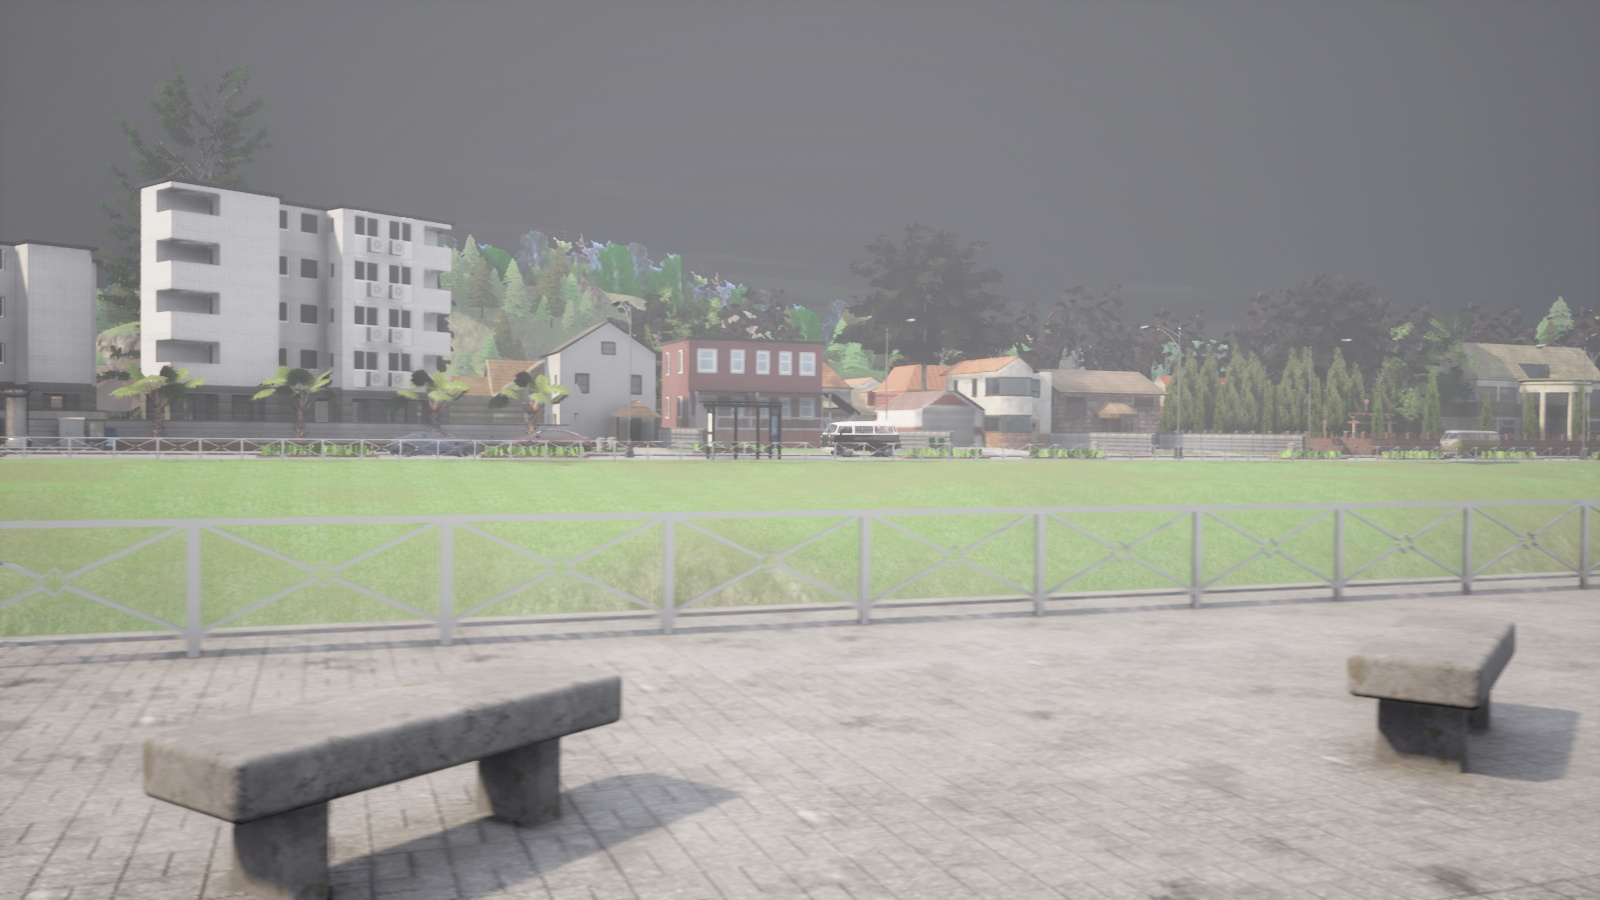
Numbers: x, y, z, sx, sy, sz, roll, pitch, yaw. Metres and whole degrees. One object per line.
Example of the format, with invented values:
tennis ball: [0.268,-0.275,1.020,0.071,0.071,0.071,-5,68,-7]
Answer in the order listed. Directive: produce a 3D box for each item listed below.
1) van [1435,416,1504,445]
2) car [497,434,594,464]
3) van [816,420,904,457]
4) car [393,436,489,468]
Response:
van: [46.613,-1.375,87.460,4.442,1.987,1.775,-1,1,-21]
car: [-13.118,-0.089,64.801,4.674,1.442,1.812,-1,1,-21]
van: [3.397,-0.671,71.063,4.480,2.038,2.069,-1,1,-21]
car: [-16.910,0.083,59.084,4.181,1.385,1.994,-1,1,-21]
